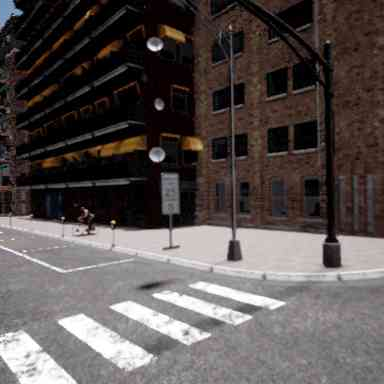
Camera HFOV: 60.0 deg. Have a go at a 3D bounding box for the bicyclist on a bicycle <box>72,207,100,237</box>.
[{"bbox_3d":[-5.997,1.666,18.765,1.656,1.620,0.582,-2,0,-42],"label":"bicyclist on a bicycle"}]
